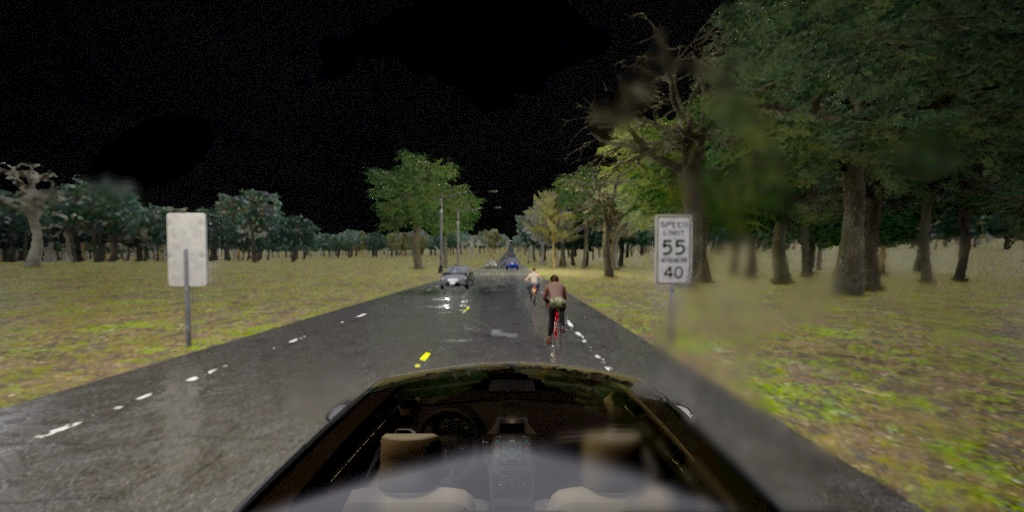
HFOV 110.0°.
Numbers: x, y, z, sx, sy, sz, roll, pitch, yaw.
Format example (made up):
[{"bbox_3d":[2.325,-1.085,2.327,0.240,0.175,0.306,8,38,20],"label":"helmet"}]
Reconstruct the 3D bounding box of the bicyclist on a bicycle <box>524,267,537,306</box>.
[{"bbox_3d":[0.945,1.280,15.508,0.866,1.612,1.509,0,-1,0],"label":"bicyclist on a bicycle"}]

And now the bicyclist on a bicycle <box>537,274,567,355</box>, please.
[{"bbox_3d":[0.958,1.244,7.900,0.582,1.620,1.656,0,-1,0],"label":"bicyclist on a bicycle"}]

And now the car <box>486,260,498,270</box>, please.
[{"bbox_3d":[-3.596,1.567,65.027,2.097,1.767,4.553,0,0,1],"label":"car"}]

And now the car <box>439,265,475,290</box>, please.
[{"bbox_3d":[-3.615,1.395,24.280,2.128,1.511,4.902,0,0,0],"label":"car"}]

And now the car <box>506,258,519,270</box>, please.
[{"bbox_3d":[0.050,1.420,63.292,2.150,2.045,5.566,0,-1,0],"label":"car"}]
